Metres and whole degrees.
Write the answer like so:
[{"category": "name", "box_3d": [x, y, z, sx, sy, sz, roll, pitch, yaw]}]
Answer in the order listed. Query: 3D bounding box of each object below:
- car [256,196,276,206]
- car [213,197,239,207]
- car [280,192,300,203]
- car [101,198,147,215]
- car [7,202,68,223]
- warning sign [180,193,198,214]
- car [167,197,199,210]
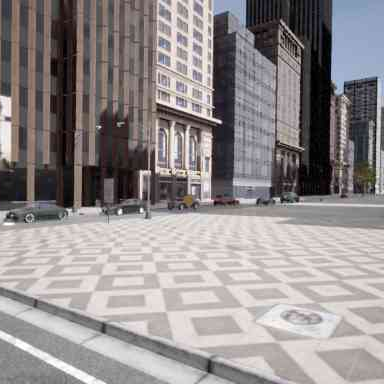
[{"category": "car", "box_3d": [11.535, 1.344, 51.861, 1.812, 1.442, 4.674, 1, 1, 35]}, {"category": "car", "box_3d": [4.955, 1.395, 48.044, 1.895, 1.301, 4.718, 1, 1, 36]}, {"category": "car", "box_3d": [17.930, 0.992, 60.891, 2.150, 2.045, 5.566, 1, 1, 34]}, {"category": "car", "box_3d": [-6.448, 1.377, 31.996, 1.837, 1.490, 4.892, 1, 1, 35]}, {"category": "car", "box_3d": [-11.459, 1.470, 24.919, 1.994, 1.385, 4.181, 1, 1, 35]}, {"category": "warning sign", "box_3d": [-0.255, 1.077, 30.676, 1.300, 1.860, 1.060, 1, 1, 35]}, {"category": "car", "box_3d": [-1.002, 1.340, 39.689, 1.837, 1.490, 4.892, 1, 1, 35]}]
